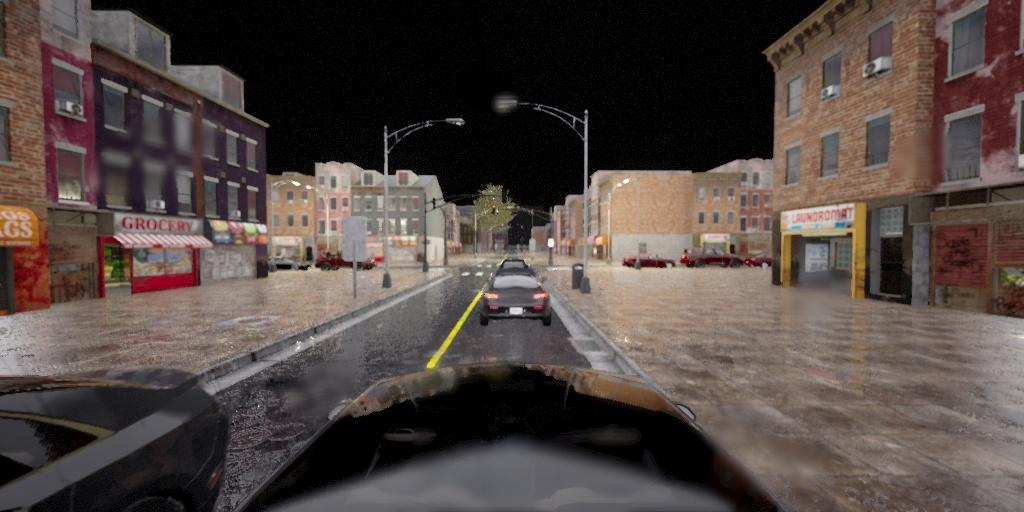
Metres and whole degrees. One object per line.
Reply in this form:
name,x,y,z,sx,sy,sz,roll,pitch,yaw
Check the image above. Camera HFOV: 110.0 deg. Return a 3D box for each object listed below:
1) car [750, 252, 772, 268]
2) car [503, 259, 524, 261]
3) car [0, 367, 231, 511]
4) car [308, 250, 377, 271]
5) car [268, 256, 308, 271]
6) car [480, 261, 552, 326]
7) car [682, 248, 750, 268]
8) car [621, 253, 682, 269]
car,22.799,0.364,31.404,4.507,1.381,1.888,0,0,0
car,0.091,0.856,19.505,1.994,1.385,4.181,0,1,0
car,-2.837,1.288,0.409,1.837,1.490,4.892,0,2,0
car,-14.476,0.404,31.323,5.009,1.841,2.192,0,0,0
car,-19.902,0.698,31.312,4.313,1.339,1.948,0,0,0
car,0.094,1.045,10.570,1.812,1.442,4.674,0,1,0
car,17.366,0.171,31.392,5.009,1.841,2.192,0,0,0
car,11.932,0.440,31.380,4.507,1.381,1.888,0,0,0
